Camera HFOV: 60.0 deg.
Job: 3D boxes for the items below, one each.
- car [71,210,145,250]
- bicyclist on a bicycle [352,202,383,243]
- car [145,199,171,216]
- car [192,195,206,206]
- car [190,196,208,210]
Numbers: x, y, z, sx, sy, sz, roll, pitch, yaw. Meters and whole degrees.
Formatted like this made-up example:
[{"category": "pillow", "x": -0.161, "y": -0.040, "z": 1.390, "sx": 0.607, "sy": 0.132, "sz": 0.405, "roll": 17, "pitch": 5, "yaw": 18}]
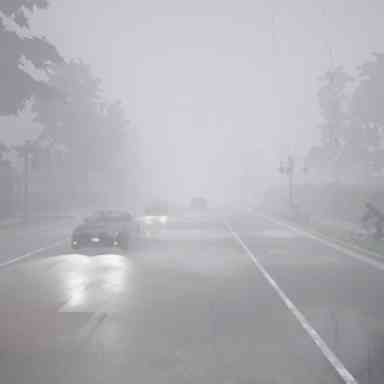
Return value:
[{"category": "car", "x": -3.351, "y": 1.448, "z": 13.546, "sx": 1.994, "sy": 1.385, "sz": 4.181, "roll": 0, "pitch": 1, "yaw": 0}, {"category": "bicyclist on a bicycle", "x": 7.136, "y": 1.234, "z": 13.141, "sx": 1.656, "sy": 1.620, "sz": 0.582, "roll": 0, "pitch": 0, "yaw": 1}, {"category": "car", "x": -2.989, "y": 1.331, "z": 29.569, "sx": 1.994, "sy": 1.385, "sz": 4.181, "roll": 0, "pitch": 0, "yaw": 1}, {"category": "car", "x": 1.004, "y": 1.197, "z": 48.554, "sx": 1.994, "sy": 1.385, "sz": 4.181, "roll": 0, "pitch": 1, "yaw": 1}, {"category": "car", "x": 0.831, "y": 1.225, "z": 38.102, "sx": 1.837, "sy": 1.490, "sz": 4.892, "roll": 0, "pitch": 0, "yaw": 2}]
